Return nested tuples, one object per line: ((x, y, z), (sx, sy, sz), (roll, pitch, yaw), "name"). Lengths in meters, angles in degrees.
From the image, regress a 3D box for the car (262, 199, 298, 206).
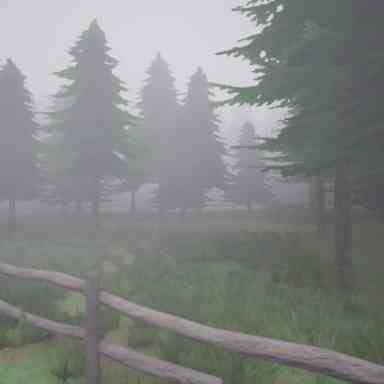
((11.235, 1.664, 41.493), (5.008, 1.535, 1.882), (-1, 0, 4), "car")

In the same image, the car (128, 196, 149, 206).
((-5.067, 1.549, 40.717), (5.566, 2.045, 2.150), (-1, 0, -9), "car")
